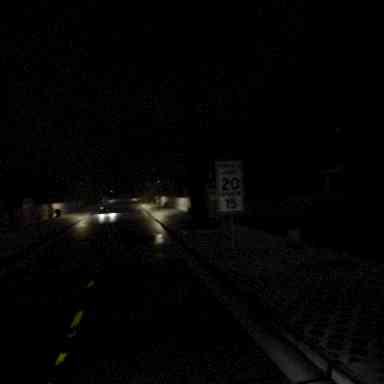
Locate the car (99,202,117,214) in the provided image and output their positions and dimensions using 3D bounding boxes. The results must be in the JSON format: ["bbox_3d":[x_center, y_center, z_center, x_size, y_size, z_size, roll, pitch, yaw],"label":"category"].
[{"bbox_3d":[-10.656,1.997,42.413,1.994,1.385,4.181,-3,0,-11],"label":"car"}]
